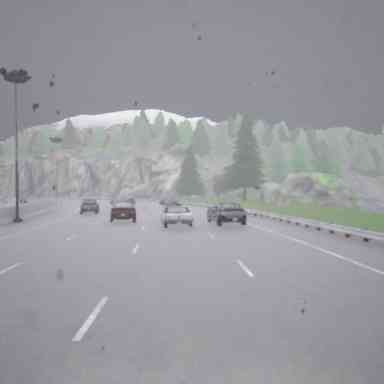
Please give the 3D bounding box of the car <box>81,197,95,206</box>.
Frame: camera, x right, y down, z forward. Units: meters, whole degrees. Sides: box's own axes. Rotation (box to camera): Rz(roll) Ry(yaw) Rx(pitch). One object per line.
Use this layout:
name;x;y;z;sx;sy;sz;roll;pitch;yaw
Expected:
car;-18.473;1.655;58.896;1.837;1.490;4.892;0;0;-23

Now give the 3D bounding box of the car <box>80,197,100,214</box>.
car;-11.305;1.582;36.929;2.128;1.511;4.902;-1;0;-14

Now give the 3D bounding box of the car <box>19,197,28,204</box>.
car;-35.826;1.796;70.328;1.837;1.490;4.892;-1;0;-28

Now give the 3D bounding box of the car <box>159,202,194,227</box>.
car;-1.135;1.577;22.471;1.895;1.301;4.718;-1;0;-9

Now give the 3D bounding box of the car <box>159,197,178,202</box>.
car;-3.561;1.509;50.337;2.033;1.411;5.357;-1;0;-21

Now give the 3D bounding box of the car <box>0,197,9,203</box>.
car;-41.516;1.936;73.103;1.837;1.490;4.892;-1;0;-32

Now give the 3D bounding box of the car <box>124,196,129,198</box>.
car;-12.107;1.619;53.788;2.033;1.411;5.357;-1;0;-23

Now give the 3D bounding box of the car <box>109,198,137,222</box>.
car;-5.477;1.506;26.639;1.882;1.535;5.008;0;0;-11

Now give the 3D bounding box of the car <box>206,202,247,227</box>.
car;2.209;1.423;22.313;2.128;1.511;4.902;-1;0;-9

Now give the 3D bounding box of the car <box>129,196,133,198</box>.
car;-11.631;1.559;60.654;1.837;1.490;4.892;0;0;-23
